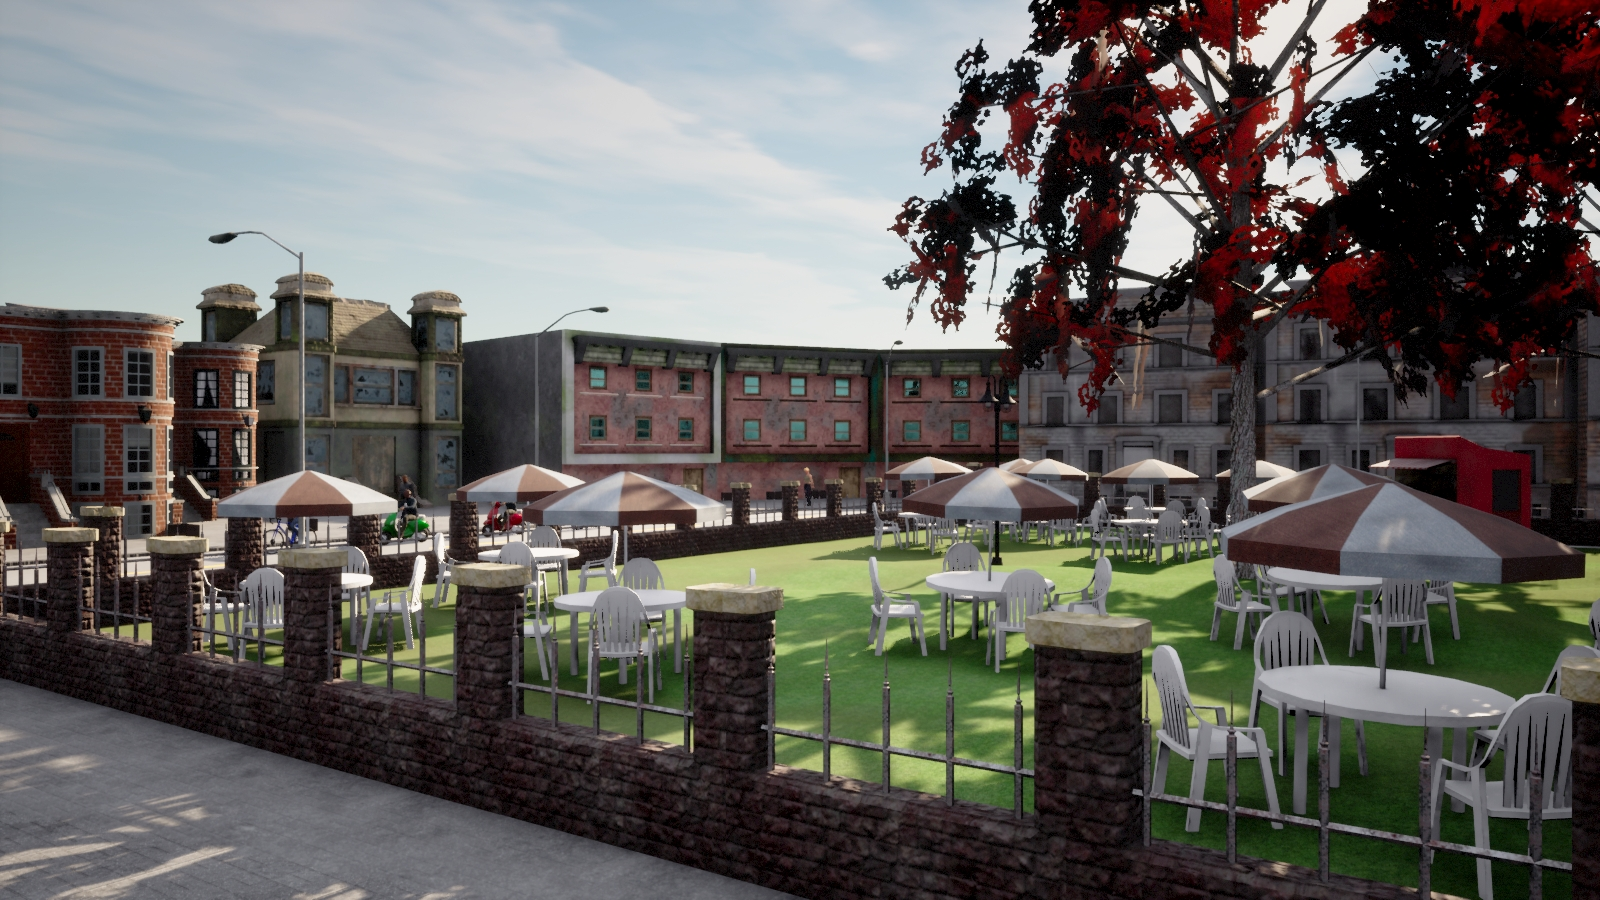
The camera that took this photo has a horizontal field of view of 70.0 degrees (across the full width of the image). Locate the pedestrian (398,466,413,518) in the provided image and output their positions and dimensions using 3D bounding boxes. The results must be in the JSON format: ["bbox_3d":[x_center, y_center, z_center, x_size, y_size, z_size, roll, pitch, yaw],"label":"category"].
[{"bbox_3d":[-14.210,1.511,41.141,0.375,1.860,0.375,0,0,29],"label":"pedestrian"}]

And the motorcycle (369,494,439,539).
[{"bbox_3d":[-11.759,1.950,33.969,0.856,1.236,1.805,0,0,35],"label":"motorcycle"}]

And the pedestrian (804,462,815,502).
[{"bbox_3d":[0.439,1.513,53.604,0.375,1.860,0.375,0,0,-37],"label":"pedestrian"}]
